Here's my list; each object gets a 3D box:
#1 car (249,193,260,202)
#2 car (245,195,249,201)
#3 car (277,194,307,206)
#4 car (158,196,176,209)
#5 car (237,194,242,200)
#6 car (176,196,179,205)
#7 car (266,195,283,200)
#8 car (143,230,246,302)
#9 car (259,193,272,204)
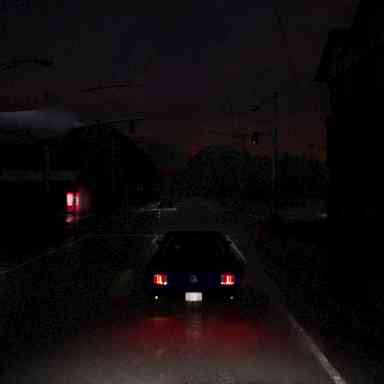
[{"bbox_3d":[14.160,1.092,67.411,3.866,1.878,1.905,0,0,0],"label":"car"},{"bbox_3d":[13.747,1.113,70.317,4.605,1.855,1.932,0,0,0],"label":"car"},{"bbox_3d":[14.486,1.248,48.200,3.806,1.475,1.970,0,0,0],"label":"car"},{"bbox_3d":[-3.596,1.505,46.505,1.837,1.490,4.892,0,0,0],"label":"car"},{"bbox_3d":[13.881,1.389,88.901,3.633,1.501,1.845,0,0,0],"label":"car"},{"bbox_3d":[-3.588,1.501,56.116,1.837,1.490,4.892,0,1,0],"label":"car"},{"bbox_3d":[21.302,1.399,85.922,3.806,1.475,1.970,0,0,0],"label":"car"},{"bbox_3d":[0.057,1.601,8.225,1.895,1.301,4.718,0,0,1],"label":"car"},{"bbox_3d":[14.162,1.169,54.617,5.027,1.636,2.152,0,0,0],"label":"car"}]
